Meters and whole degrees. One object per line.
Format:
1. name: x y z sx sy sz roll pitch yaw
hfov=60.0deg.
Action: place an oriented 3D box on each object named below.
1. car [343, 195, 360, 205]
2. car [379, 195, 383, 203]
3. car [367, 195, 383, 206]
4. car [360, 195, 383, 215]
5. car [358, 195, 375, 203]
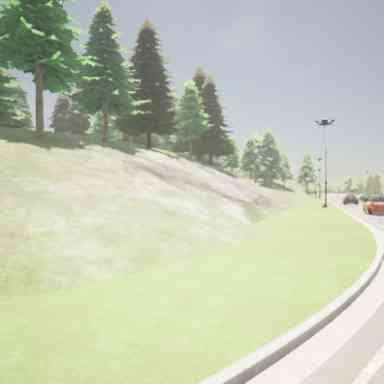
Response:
1. car: 27.061 1.251 56.885 2.097 1.767 4.553 -1 0 21
2. car: 36.358 1.212 61.974 1.994 1.385 4.181 -1 0 20
3. car: 29.489 1.346 53.393 1.882 1.535 5.008 -1 0 20
4. car: 18.332 1.270 32.840 2.097 1.767 4.553 -1 0 20
5. car: 33.072 1.233 63.178 2.033 1.411 5.357 -1 0 20
